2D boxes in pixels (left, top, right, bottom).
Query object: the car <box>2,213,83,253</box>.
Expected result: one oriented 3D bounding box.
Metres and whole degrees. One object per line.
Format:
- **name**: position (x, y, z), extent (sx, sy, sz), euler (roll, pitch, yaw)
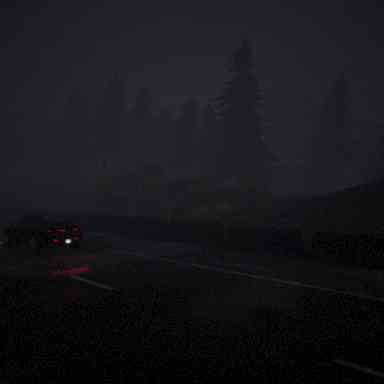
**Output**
- **car**: position (-6.658, 1.697, 14.652), extent (4.892, 1.490, 1.837), euler (-1, -1, 42)
